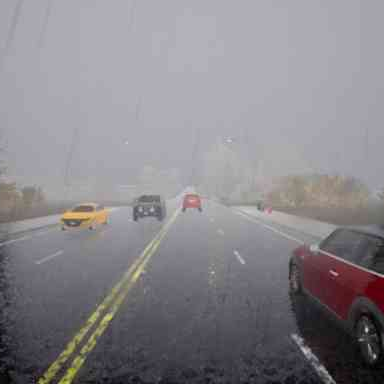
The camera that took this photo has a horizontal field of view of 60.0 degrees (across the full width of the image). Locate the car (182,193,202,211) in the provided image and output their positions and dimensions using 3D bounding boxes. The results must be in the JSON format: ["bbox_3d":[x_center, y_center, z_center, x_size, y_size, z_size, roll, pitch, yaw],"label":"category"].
[{"bbox_3d":[0.001,1.186,40.519,2.150,2.045,5.566,0,0,0],"label":"car"}]

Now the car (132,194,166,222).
[{"bbox_3d":[-3.281,1.201,26.649,2.150,2.045,5.566,0,0,0],"label":"car"}]

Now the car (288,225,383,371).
[{"bbox_3d":[3.250,1.349,5.839,2.097,1.767,4.553,0,0,0],"label":"car"}]

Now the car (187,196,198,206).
[{"bbox_3d":[0.102,1.472,55.881,1.812,1.442,4.674,0,0,0],"label":"car"}]

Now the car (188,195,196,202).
[{"bbox_3d":[0.002,1.403,73.450,1.882,1.535,5.008,0,0,0],"label":"car"}]

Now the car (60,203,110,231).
[{"bbox_3d":[-6.572,1.462,20.856,1.882,1.535,5.008,0,0,0],"label":"car"}]
